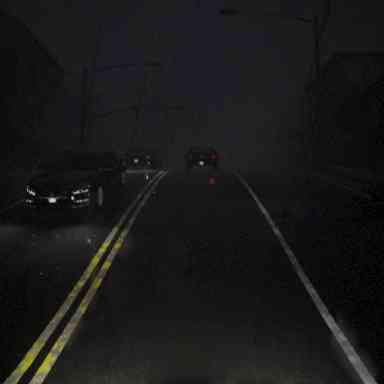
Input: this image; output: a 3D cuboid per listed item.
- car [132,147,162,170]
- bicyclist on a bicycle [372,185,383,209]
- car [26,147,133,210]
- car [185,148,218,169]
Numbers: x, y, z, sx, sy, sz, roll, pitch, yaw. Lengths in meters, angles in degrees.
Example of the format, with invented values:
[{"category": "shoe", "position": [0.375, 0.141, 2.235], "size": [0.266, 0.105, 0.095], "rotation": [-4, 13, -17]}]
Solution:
[{"category": "car", "position": [-3.040, -2.072, 20.515], "size": [1.994, 1.385, 4.181], "rotation": [0, 4, 2]}, {"category": "bicyclist on a bicycle", "position": [5.639, -0.316, 8.715], "size": [1.656, 1.620, 0.582], "rotation": [0, 13, 6]}, {"category": "car", "position": [-3.373, -0.588, 10.433], "size": [1.837, 1.490, 4.892], "rotation": [0, 13, 1]}, {"category": "car", "position": [0.636, -2.061, 20.784], "size": [1.895, 1.301, 4.718], "rotation": [0, 4, 2]}]
